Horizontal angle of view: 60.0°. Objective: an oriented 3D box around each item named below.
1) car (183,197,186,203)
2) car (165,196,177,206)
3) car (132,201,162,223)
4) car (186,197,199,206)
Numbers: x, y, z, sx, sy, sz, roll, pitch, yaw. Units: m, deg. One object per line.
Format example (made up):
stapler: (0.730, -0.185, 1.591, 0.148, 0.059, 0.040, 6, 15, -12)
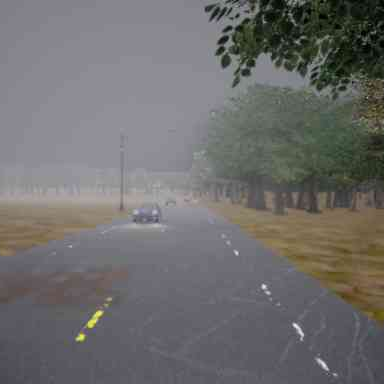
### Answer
car: (-1.269, 2.124, 88.468, 1.882, 1.535, 5.008, 0, 0, -2)
car: (-4.271, 1.821, 68.704, 2.150, 2.045, 5.566, 0, -1, -1)
car: (-3.716, 1.598, 28.205, 2.097, 1.767, 4.553, 0, 0, 0)
car: (0.422, 1.984, 70.165, 2.097, 1.767, 4.553, 0, -1, -1)
